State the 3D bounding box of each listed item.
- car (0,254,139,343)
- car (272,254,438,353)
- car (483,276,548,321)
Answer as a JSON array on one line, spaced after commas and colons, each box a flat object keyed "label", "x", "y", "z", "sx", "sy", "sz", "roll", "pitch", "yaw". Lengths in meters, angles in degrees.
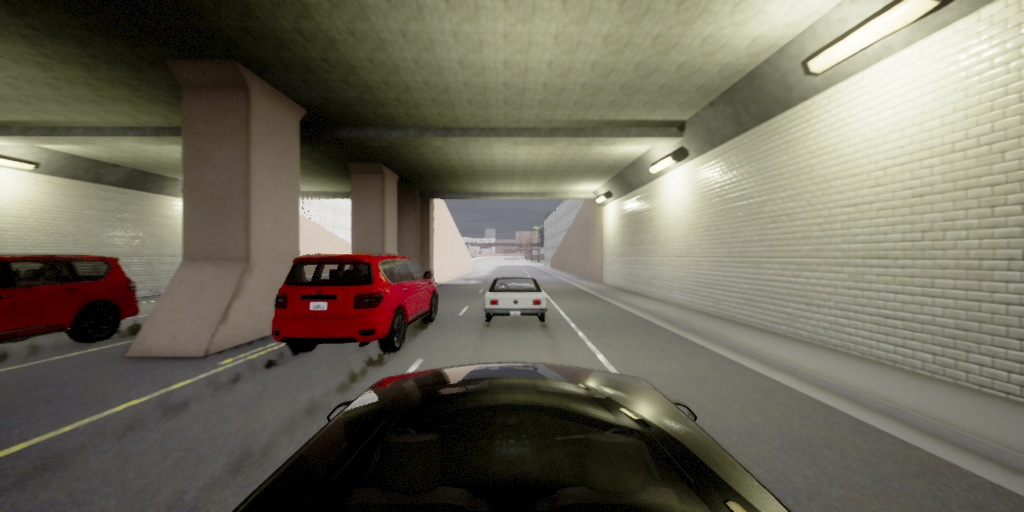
[{"label": "car", "x": -10.600, "y": 0.972, "z": 6.780, "sx": 2.150, "sy": 2.045, "sz": 5.566, "roll": 0, "pitch": 0, "yaw": 0}, {"label": "car", "x": -3.400, "y": 0.972, "z": 8.984, "sx": 2.150, "sy": 2.045, "sz": 5.566, "roll": 0, "pitch": 0, "yaw": 0}, {"label": "car", "x": 0.101, "y": 1.352, "z": 12.421, "sx": 1.895, "sy": 1.301, "sz": 4.718, "roll": 0, "pitch": 0, "yaw": 0}]
